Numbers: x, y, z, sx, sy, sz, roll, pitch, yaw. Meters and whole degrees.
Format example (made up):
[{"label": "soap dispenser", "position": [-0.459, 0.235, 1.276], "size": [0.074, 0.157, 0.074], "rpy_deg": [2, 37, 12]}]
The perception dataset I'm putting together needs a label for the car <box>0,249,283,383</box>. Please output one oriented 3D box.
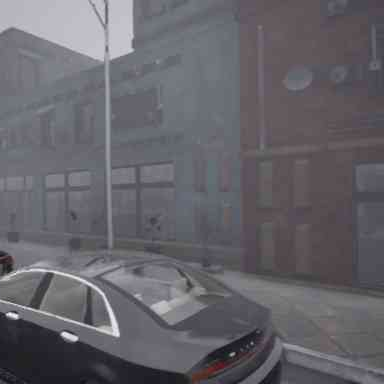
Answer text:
[{"label": "car", "position": [-1.354, 1.507, 4.218], "size": [4.892, 1.521, 2.231], "rpy_deg": [-1, 0, 36]}]
